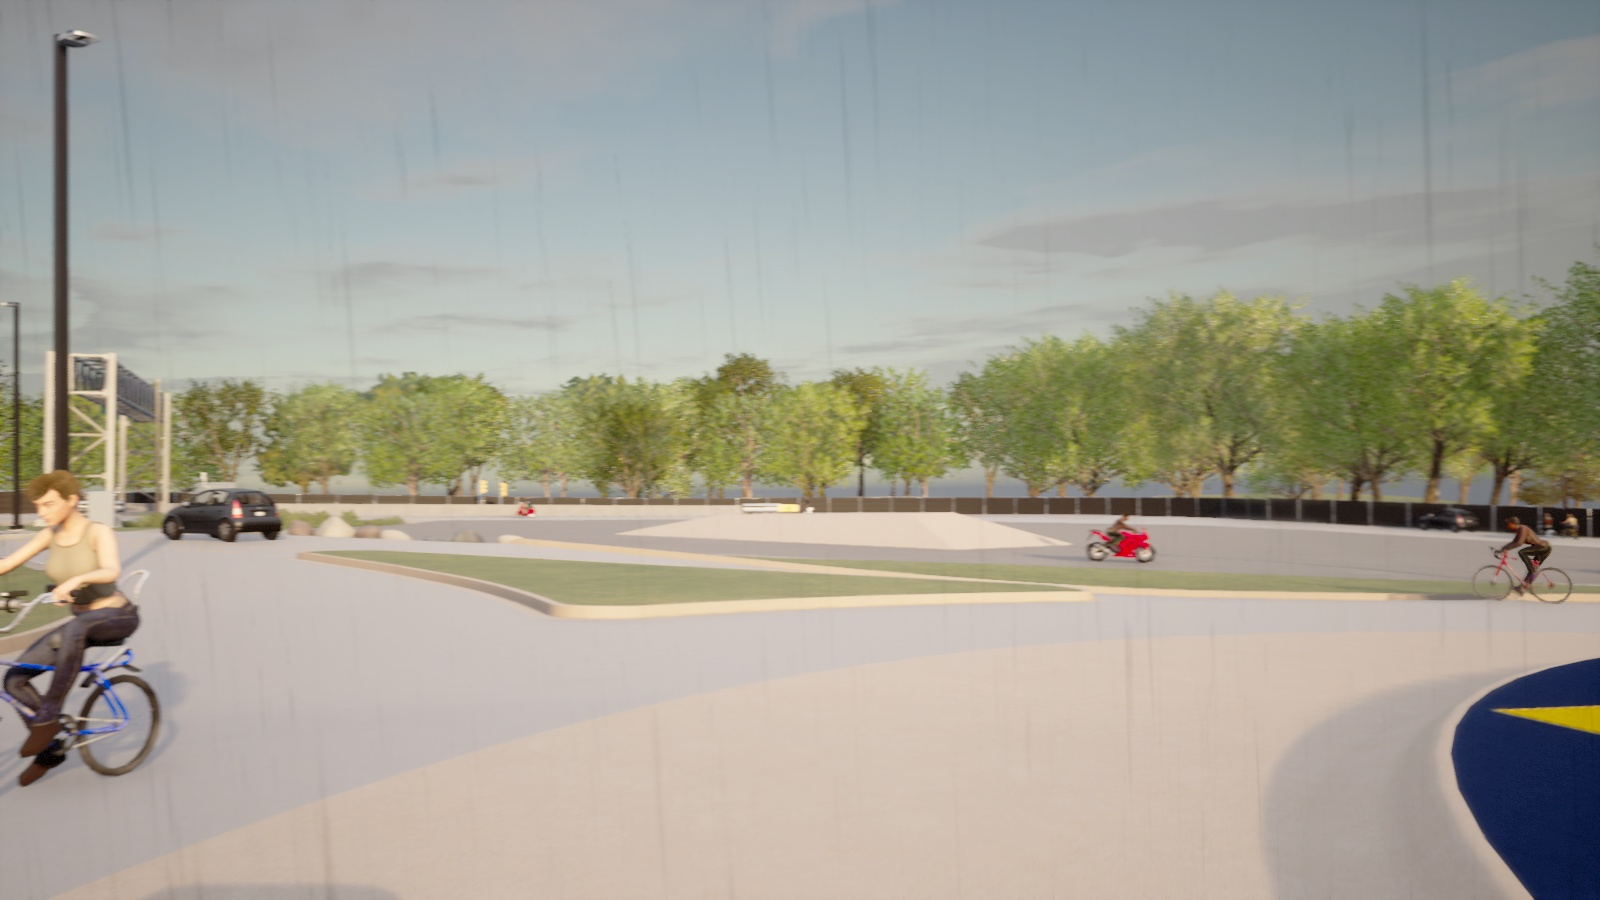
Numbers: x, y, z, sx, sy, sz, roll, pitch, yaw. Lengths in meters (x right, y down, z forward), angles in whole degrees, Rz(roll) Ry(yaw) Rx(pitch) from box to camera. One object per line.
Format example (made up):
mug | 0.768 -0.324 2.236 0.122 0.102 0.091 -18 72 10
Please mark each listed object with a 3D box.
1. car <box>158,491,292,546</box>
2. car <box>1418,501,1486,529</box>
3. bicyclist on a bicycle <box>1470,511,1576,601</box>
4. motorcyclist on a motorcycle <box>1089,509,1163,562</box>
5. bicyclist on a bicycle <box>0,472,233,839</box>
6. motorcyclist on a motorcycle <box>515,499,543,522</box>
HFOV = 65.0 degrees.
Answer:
car | -17.931 2.107 39.136 3.988 1.617 1.851 -1 -1 31
car | 45.381 4.515 87.507 1.851 1.617 3.988 -2 1 -19
bicyclist on a bicycle | 13.616 1.980 23.696 1.656 1.620 0.582 0 -2 22
motorcyclist on a motorcycle | 9.720 2.547 37.489 2.044 1.523 0.797 1 -3 7
bicyclist on a bicycle | -3.746 0.937 6.277 0.866 1.612 1.509 -2 -2 18
motorcyclist on a motorcycle | -19.162 4.251 88.953 0.866 1.590 1.817 -1 -2 35
